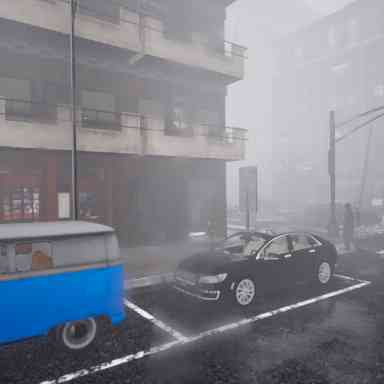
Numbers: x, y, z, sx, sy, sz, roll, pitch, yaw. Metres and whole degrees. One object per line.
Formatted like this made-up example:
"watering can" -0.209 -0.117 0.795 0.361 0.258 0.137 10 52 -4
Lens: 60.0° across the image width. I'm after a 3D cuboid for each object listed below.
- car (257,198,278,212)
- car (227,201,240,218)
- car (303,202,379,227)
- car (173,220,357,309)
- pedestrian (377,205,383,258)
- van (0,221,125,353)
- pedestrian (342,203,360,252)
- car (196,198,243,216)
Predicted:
"car" 7.313 1.357 36.581 1.887 1.381 4.507 -1 1 -35
"car" 2.151 1.507 28.916 1.887 1.381 4.507 -1 1 -35
"car" 10.058 1.464 22.711 1.837 1.490 4.892 -1 1 -38
"car" 1.623 1.549 7.739 4.403 1.369 2.008 0 -1 -36
"pedestrian" 6.387 1.291 10.805 0.375 1.860 0.375 -1 0 -36
"van" -2.917 1.341 4.496 3.998 1.788 1.690 0 -1 -36
"pedestrian" 5.920 1.290 12.499 0.375 1.860 0.375 -1 0 -36
"car" 2.622 1.383 32.997 1.882 1.535 5.008 -1 1 -35
